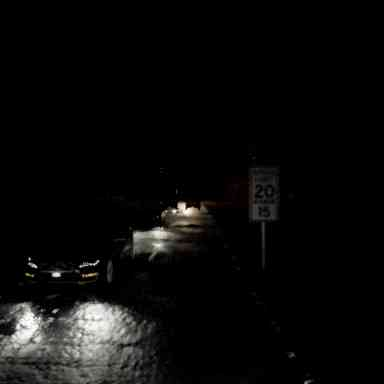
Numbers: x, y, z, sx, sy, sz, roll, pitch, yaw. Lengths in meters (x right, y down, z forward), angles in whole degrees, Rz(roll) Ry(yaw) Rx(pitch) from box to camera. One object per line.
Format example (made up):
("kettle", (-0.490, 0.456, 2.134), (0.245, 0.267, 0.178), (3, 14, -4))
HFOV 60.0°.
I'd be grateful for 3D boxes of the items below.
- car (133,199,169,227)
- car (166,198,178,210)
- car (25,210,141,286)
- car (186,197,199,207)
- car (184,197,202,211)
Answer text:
("car", (-2.844, 1.447, 22.449), (1.882, 1.535, 5.008), (0, 0, 0))
("car", (-2.760, 1.492, 43.358), (2.033, 1.411, 5.357), (0, 0, 0))
("car", (-2.857, 1.491, 9.480), (1.837, 1.490, 4.892), (0, 0, 0))
("car", (0.059, 1.500, 51.135), (1.994, 1.385, 4.181), (0, 0, 0))
("car", (0.103, 1.451, 40.838), (1.837, 1.490, 4.892), (0, 0, 0))
